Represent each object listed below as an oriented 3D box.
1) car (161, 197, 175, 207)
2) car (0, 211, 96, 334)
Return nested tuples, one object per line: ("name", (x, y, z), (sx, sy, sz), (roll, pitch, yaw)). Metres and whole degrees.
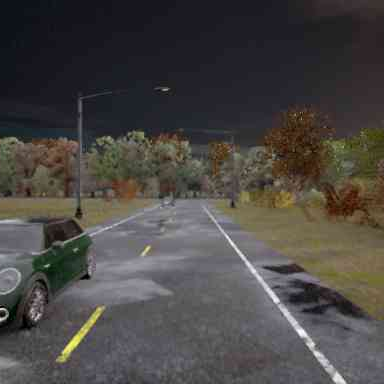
("car", (-3.570, 1.441, 49.496), (2.128, 1.511, 4.902), (0, 0, 0))
("car", (-3.600, 1.349, 6.919), (2.097, 1.767, 4.553), (0, 0, 0))
